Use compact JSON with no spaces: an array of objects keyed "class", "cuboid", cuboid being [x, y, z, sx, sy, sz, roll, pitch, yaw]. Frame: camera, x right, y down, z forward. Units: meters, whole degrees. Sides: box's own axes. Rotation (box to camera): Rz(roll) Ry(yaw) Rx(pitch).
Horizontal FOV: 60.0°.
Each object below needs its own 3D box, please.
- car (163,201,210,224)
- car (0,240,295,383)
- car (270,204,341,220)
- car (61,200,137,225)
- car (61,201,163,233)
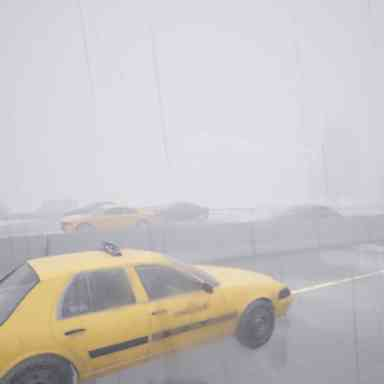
[{"class":"car","cuboid":[-1.099,1.449,23.840,5.008,1.535,1.882,0,0,-30]},{"class":"car","cuboid":[-0.835,1.446,4.556,5.366,1.575,1.801,0,0,-34]},{"class":"car","cuboid":[6.966,1.512,20.368,4.892,1.490,1.837,0,0,-28]},{"class":"car","cuboid":[-6.782,1.425,24.471,5.008,1.535,1.882,0,0,-32]},{"class":"car","cuboid":[-4.334,1.441,17.740,5.008,1.535,1.882,0,0,-32]}]
